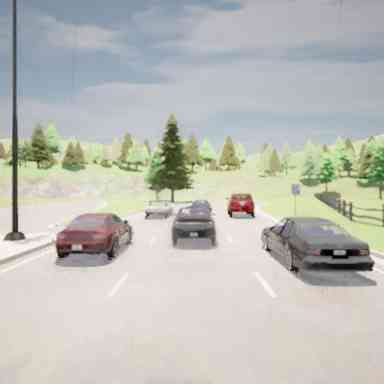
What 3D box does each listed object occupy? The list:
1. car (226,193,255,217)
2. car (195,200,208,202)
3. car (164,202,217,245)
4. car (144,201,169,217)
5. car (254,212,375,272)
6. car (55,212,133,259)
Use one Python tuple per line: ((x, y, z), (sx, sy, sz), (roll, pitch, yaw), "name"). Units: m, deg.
((4.276, 1.086, 29.653), (2.150, 2.045, 5.566), (0, 0, 4), "car")
((0.914, 1.421, 31.259), (1.994, 1.385, 4.181), (0, 0, 5), "car")
((0.095, 1.421, 15.267), (2.128, 1.511, 4.902), (0, 0, 1), "car")
((-2.771, 1.468, 28.990), (1.895, 1.301, 4.718), (0, 0, 4), "car")
((3.578, 1.499, 10.544), (2.033, 1.411, 5.357), (0, 0, 0), "car")
((-3.421, 1.469, 12.219), (1.812, 1.442, 4.674), (0, 1, 0), "car")
